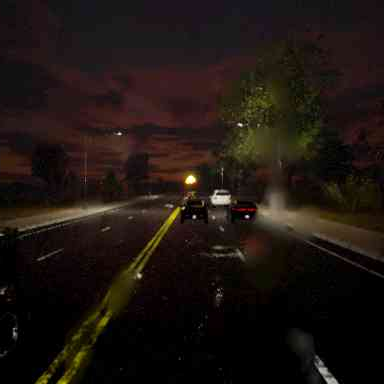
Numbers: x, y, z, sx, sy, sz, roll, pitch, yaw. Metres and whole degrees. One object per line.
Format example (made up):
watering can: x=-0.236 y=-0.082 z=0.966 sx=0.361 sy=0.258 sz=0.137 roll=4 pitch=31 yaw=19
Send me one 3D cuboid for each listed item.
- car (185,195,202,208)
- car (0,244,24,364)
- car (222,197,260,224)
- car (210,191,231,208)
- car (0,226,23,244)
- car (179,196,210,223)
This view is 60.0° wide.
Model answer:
car: x=0.220 y=1.170 z=41.766 sx=1.994 sy=1.385 sz=4.181 roll=0 pitch=1 yaw=0
car: x=-3.344 y=1.534 z=2.932 sx=1.994 sy=1.385 sz=4.181 roll=0 pitch=1 yaw=0
car: x=3.417 y=1.293 z=23.003 sx=1.837 sy=1.490 sz=4.892 roll=0 pitch=0 yaw=0
car: x=3.466 y=0.848 z=40.121 sx=2.150 sy=2.045 sz=5.566 roll=0 pitch=1 yaw=0
car: x=-6.573 y=1.463 z=8.742 sx=2.033 sy=1.411 sz=5.357 roll=0 pitch=1 yaw=0
car: x=0.165 y=1.291 z=23.423 sx=1.837 sy=1.490 sz=4.892 roll=0 pitch=1 yaw=0
